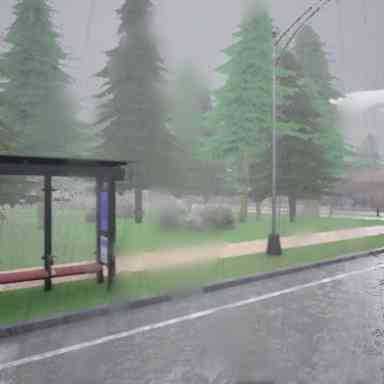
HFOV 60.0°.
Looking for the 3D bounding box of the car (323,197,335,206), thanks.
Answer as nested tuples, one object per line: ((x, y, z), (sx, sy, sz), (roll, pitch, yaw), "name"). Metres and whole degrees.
((20.693, 1.142, 48.116), (3.866, 1.878, 1.905), (0, 0, -37), "car")

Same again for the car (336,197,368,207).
((22.510, 1.140, 46.335), (4.605, 1.855, 1.932), (0, 0, -37), "car")

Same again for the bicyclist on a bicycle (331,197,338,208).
((18.347, 1.250, 42.798), (1.656, 1.620, 0.582), (0, 0, -37), "bicyclist on a bicycle")

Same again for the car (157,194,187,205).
((-3.198, 1.197, 58.713), (2.150, 2.045, 5.566), (0, 0, -40), "car")

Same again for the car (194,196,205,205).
((0.906, 1.463, 59.371), (2.128, 1.511, 4.902), (0, 0, -39), "car")

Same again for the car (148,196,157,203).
((-6.988, 1.506, 67.867), (4.674, 1.442, 1.812), (0, 0, 41), "car")
